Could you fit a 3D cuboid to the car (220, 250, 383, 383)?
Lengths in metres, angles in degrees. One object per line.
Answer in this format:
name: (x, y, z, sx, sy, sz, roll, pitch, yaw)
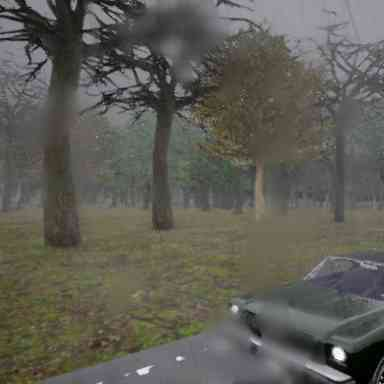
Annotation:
car: (2.723, 1.655, 5.004, 4.718, 1.301, 1.895, 1, 0, -35)
